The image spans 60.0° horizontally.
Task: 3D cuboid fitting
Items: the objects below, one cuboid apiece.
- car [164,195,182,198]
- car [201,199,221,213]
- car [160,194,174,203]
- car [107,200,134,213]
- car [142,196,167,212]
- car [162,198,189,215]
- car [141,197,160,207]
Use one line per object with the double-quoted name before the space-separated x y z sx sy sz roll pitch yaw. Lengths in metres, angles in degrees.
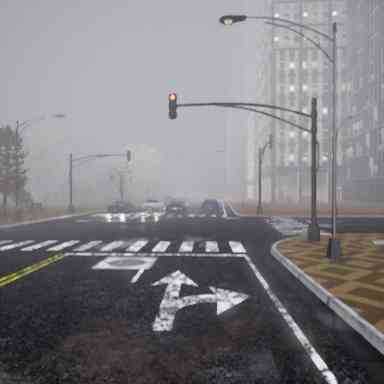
"car" -3.291 1.467 52.994 2.128 1.511 4.902 0 0 4
"car" 2.050 1.460 36.051 1.882 1.535 5.008 0 0 5
"car" -5.155 1.331 68.930 2.097 1.767 4.553 0 0 5
"car" -7.869 1.579 36.930 1.895 1.301 4.718 0 0 5
"car" -4.486 1.505 38.411 1.812 1.442 4.674 0 0 5
"car" -1.436 1.540 33.293 1.994 1.385 4.181 0 0 5
"car" -6.553 1.522 52.943 2.033 1.411 5.357 0 0 5
